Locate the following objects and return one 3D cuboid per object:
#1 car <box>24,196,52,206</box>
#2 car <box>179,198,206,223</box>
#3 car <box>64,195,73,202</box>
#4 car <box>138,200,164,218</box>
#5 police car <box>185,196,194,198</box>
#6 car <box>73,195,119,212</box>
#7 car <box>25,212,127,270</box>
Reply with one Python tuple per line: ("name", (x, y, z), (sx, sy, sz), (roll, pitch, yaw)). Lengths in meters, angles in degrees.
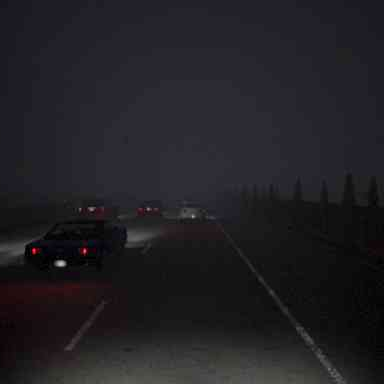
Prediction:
("car", (-21.593, 1.335, 46.907), (2.033, 1.411, 5.357), (0, 0, -1))
("car", (0.052, 1.414, 24.463), (1.812, 1.442, 4.674), (0, 0, -1))
("car", (-14.471, 1.162, 41.699), (2.097, 1.767, 4.553), (0, 0, -1))
("car", (-3.498, 1.416, 28.819), (2.033, 1.411, 5.357), (0, 0, -1))
("police car", (-0.308, 1.316, 41.143), (2.038, 1.542, 4.974), (0, 0, -2))
("car", (-6.957, 1.238, 25.055), (2.097, 1.767, 4.553), (0, 0, -1))
("car", (-3.403, 1.551, 10.839), (1.895, 1.301, 4.718), (0, 0, 0))
